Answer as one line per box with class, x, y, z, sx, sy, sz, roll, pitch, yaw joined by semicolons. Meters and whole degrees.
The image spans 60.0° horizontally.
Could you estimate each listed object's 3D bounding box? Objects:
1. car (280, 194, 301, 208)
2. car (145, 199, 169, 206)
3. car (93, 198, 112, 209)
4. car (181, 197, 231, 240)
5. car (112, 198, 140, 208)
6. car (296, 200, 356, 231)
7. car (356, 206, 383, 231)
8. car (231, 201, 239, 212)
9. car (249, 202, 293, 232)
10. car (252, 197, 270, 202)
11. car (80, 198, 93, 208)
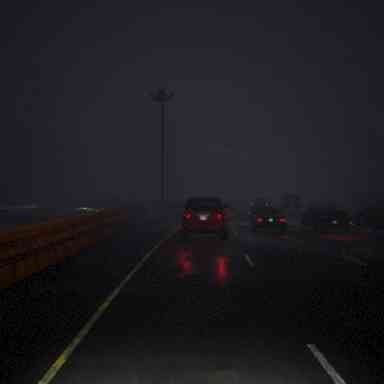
car;11.692;1.277;39.330;2.150;2.045;5.566;0;-1;15
car;-4.761;1.620;46.162;2.033;1.411;5.357;0;0;16
car;-11.636;1.579;47.399;1.837;1.490;4.892;0;0;16
car;0.735;1.249;17.314;2.150;2.045;5.566;0;0;5
car;-8.595;1.597;45.286;1.812;1.442;4.674;0;0;15
car;8.159;1.510;20.781;1.882;1.535;5.008;0;0;7
car;11.622;1.580;20.581;2.033;1.411;5.357;0;0;7
car;4.481;1.662;39.321;1.895;1.301;4.718;0;0;14
car;4.581;1.580;20.581;2.033;1.411;5.357;0;0;7
car;8.099;1.413;39.188;2.097;1.767;4.553;0;0;14
car;-14.751;1.642;49.222;1.994;1.385;4.181;0;0;16
